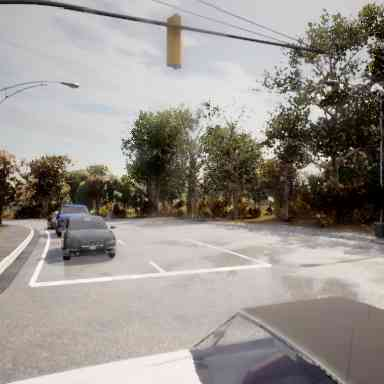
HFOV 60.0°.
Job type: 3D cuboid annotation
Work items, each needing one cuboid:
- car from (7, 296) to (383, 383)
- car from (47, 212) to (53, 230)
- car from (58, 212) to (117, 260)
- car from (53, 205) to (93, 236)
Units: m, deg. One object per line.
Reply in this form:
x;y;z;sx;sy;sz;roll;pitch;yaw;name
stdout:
0.752;1.599;2.274;4.718;1.301;1.895;0;0;-20;car
-12.582;2.631;31.897;2.097;1.767;4.553;0;-4;-29;car
-4.334;1.743;13.613;1.837;1.490;4.892;0;-2;-23;car
-8.125;1.887;22.786;2.150;2.045;5.566;0;-3;-24;car
